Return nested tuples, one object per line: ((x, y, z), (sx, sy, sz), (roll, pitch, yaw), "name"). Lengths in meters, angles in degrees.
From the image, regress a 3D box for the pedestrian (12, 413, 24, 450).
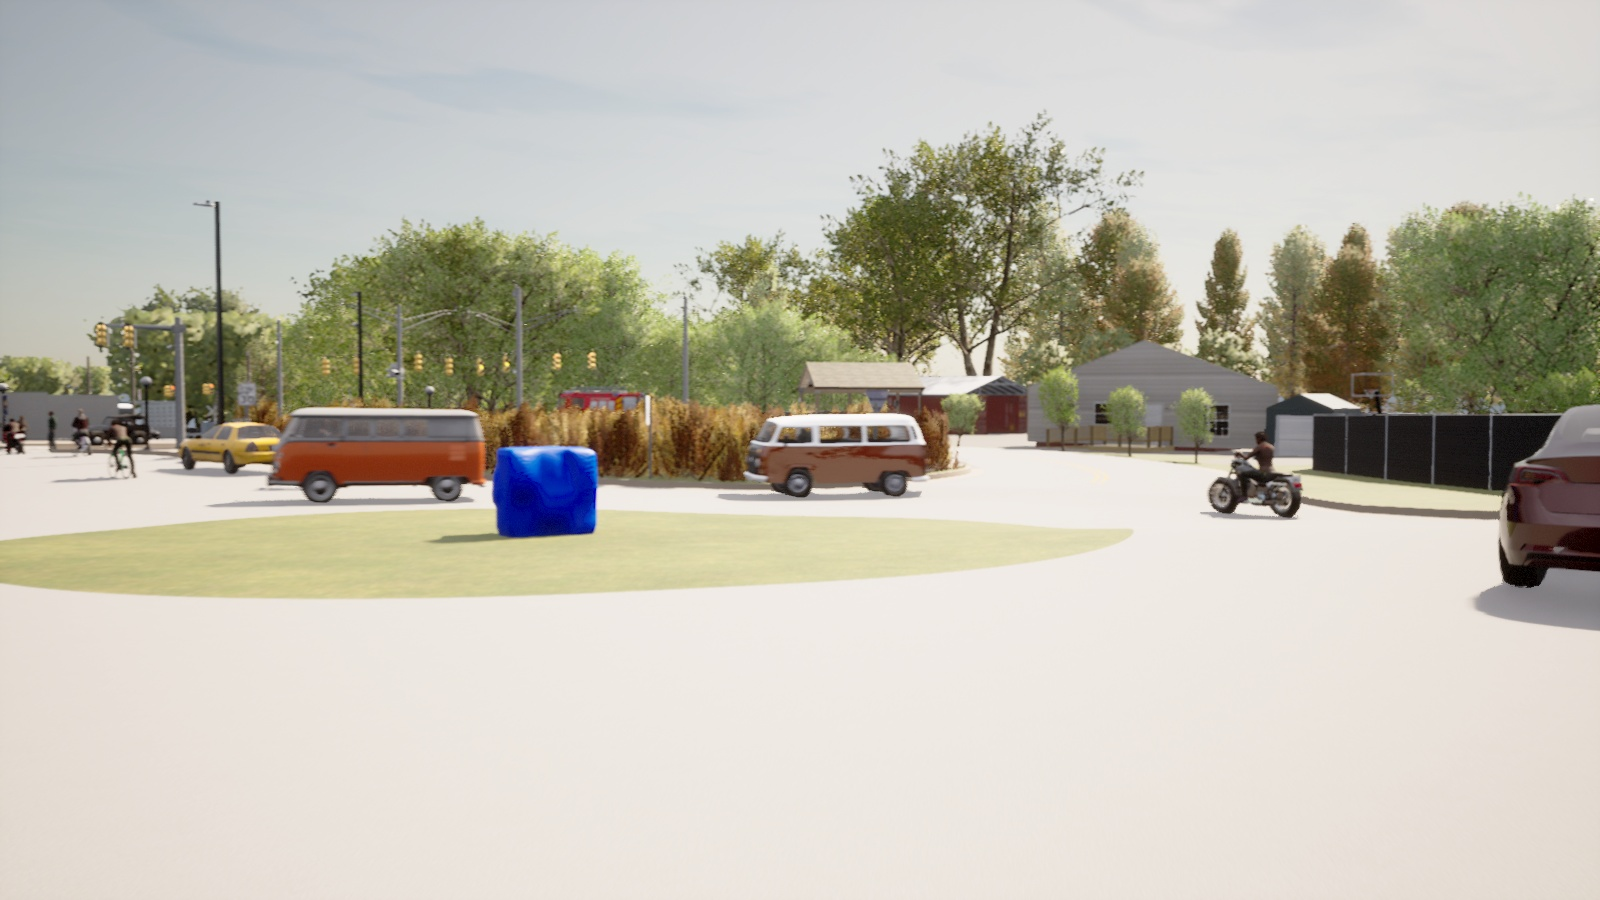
((-39.402, -0.921, 63.292), (0.634, 1.846, 0.331), (3, 4, 45), "pedestrian")

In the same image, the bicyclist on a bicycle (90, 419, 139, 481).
((-18.633, -0.011, 34.129), (1.656, 1.620, 0.582), (1, 3, 42), "bicyclist on a bicycle")

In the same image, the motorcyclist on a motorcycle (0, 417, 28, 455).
((-32.443, -0.574, 51.517), (2.044, 1.523, 0.797), (0, 2, 44), "motorcyclist on a motorcycle")

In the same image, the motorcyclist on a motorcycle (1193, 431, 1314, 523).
((8.573, 0.490, 23.870), (0.766, 1.649, 2.350), (-1, 0, -22), "motorcyclist on a motorcycle")

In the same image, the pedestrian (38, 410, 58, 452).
((-33.276, -0.847, 55.570), (0.353, 1.847, 0.614), (2, 3, 38), "pedestrian")

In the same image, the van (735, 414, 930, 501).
((0.774, 0.149, 31.526), (4.480, 2.038, 2.069), (0, 3, -14), "van")

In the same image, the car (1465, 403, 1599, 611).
((7.418, 0.357, 10.671), (2.163, 1.488, 4.792), (1, 2, 40), "car")

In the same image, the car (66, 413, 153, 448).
((-38.954, -1.098, 70.909), (1.905, 1.878, 3.866), (2, 1, 38), "car")

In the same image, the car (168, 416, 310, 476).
((-16.696, -0.168, 37.221), (5.366, 1.575, 1.801), (2, 3, 42), "car")

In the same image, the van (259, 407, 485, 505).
((-9.118, 0.100, 26.971), (4.442, 1.987, 1.775), (0, 1, -18), "van")
